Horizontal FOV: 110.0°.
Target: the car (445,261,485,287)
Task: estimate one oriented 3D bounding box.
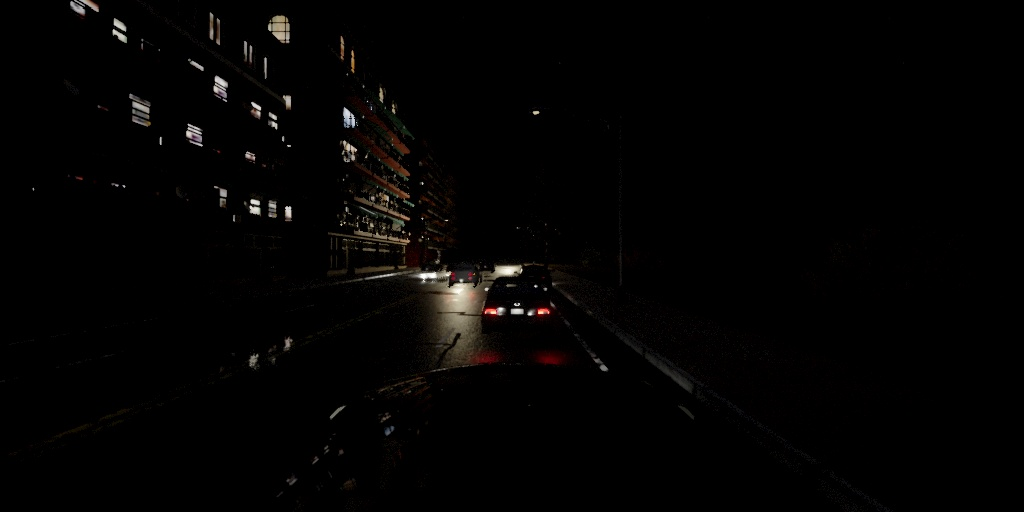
[{"bbox_3d":[-3.105,1.278,24.330,1.812,1.442,4.674,0,0,0],"label":"car"}]

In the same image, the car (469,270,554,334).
[{"bbox_3d":[0.120,1.299,10.595,2.033,1.411,5.357,0,0,0],"label":"car"}]

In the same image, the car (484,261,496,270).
[{"bbox_3d":[-3.058,1.298,43.826,2.033,1.411,5.357,0,0,0],"label":"car"}]

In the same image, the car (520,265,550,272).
[{"bbox_3d":[1.177,1.257,20.283,1.837,1.490,4.892,0,0,0],"label":"car"}]

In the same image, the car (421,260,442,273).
[{"bbox_3d":[-9.759,1.243,43.712,2.128,1.511,4.902,0,0,0],"label":"car"}]
